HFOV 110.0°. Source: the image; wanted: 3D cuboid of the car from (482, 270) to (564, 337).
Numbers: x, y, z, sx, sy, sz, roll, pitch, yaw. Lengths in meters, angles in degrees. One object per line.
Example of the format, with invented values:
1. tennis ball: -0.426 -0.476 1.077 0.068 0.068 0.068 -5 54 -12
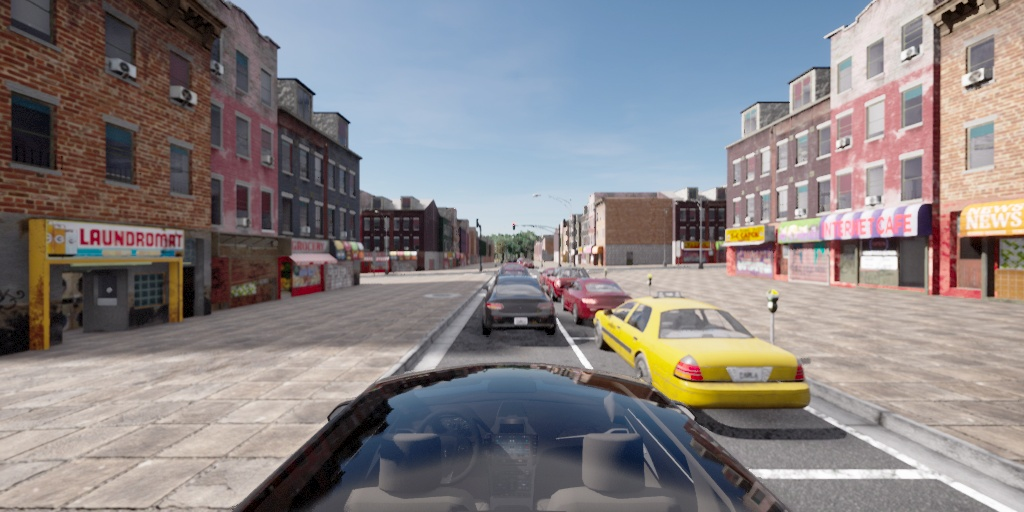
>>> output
1. car: 0.121 1.286 10.279 1.812 1.442 4.674 0 0 -2

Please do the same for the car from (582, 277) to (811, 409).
1. car: 2.640 1.280 6.292 1.751 1.417 4.829 0 0 0

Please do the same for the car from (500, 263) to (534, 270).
1. car: 0.099 1.265 17.928 2.128 1.511 4.902 0 0 0

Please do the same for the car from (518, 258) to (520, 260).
1. car: 2.679 1.283 65.264 2.192 1.841 5.009 0 0 0

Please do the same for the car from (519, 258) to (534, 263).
1. car: 2.676 1.378 59.862 1.967 1.591 4.097 0 0 0

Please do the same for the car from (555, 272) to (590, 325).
1. car: 2.643 1.344 11.589 1.802 1.307 4.207 0 0 0

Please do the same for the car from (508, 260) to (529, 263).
1. car: 0.082 1.275 27.488 1.882 1.535 5.008 0 0 0

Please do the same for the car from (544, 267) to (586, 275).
1. car: 2.647 1.212 17.055 1.967 1.591 4.097 0 0 0
